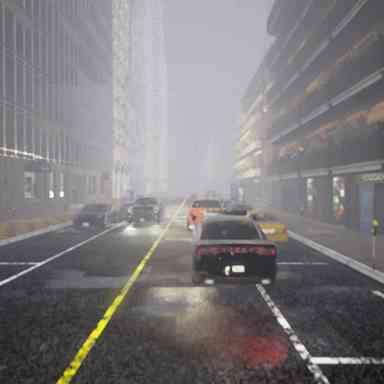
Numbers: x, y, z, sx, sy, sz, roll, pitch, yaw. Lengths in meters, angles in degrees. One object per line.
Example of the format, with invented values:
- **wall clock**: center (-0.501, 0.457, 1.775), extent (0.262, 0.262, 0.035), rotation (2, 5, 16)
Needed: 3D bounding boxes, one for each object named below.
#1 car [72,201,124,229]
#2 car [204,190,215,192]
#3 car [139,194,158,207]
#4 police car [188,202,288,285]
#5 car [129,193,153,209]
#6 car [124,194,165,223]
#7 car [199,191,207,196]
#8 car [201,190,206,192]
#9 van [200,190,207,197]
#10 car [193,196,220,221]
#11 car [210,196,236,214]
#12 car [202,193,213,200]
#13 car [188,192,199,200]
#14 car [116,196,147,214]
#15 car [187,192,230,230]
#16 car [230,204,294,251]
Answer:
- **car**: center (-5.603, 1.315, 19.754), extent (1.947, 1.339, 4.313), rotation (0, 1, 0)
- **car**: center (2.879, 0.911, 42.307), extent (1.967, 1.590, 4.097), rotation (0, 1, 0)
- **car**: center (-5.502, 0.999, 42.176), extent (1.752, 1.417, 4.829), rotation (0, 1, 0)
- **police car**: center (0.940, 1.305, 9.248), extent (1.930, 1.638, 5.238), rotation (0, 1, 0)
- **car**: center (-5.527, 0.981, 36.698), extent (1.967, 1.590, 4.097), rotation (0, 1, 0)
- **car**: center (-2.999, 1.068, 22.337), extent (2.097, 1.767, 4.553), rotation (0, 1, 0)
- **car**: center (3.109, 0.437, 93.142), extent (1.947, 1.339, 4.313), rotation (0, 1, 0)
- **car**: center (2.931, 0.649, 53.602), extent (2.192, 1.841, 5.009), rotation (0, 1, 0)
- **van**: center (3.082, 0.276, 87.491), extent (1.690, 1.788, 3.998), rotation (0, 1, 0)
- **car**: center (1.013, 1.134, 25.327), extent (1.801, 1.575, 5.366), rotation (0, 1, 0)
- **car**: center (2.829, 1.159, 31.013), extent (2.008, 1.369, 4.403), rotation (0, 1, 0)
- **car**: center (2.981, 0.780, 64.902), extent (1.802, 1.307, 4.206), rotation (0, 1, 0)
- **car**: center (0.290, 0.694, 64.519), extent (2.128, 1.511, 4.902), rotation (0, 1, 0)
- **car**: center (-5.551, 1.160, 31.050), extent (2.008, 1.369, 4.403), rotation (0, 1, 0)
- **car**: center (0.775, 1.108, 19.108), extent (2.097, 1.767, 4.553), rotation (0, 1, 0)
- **car**: center (2.753, 1.342, 14.238), extent (1.752, 1.417, 4.829), rotation (0, 1, 0)
